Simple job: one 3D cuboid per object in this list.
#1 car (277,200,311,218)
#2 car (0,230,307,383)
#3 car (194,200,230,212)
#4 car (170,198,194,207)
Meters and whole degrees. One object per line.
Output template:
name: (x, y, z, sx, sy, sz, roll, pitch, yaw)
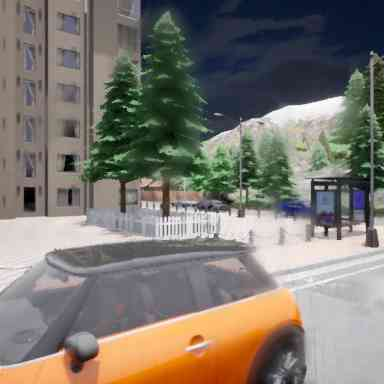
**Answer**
car: (9.491, 1.490, 28.124, 1.882, 1.535, 5.008, 0, 0, -35)
car: (-0.955, 1.353, 3.292, 4.553, 1.767, 2.097, 0, 0, -35)
car: (2.498, 1.576, 38.147, 1.994, 1.385, 4.181, 0, 0, -35)
car: (-1.361, 1.613, 49.934, 1.895, 1.301, 4.718, 0, 0, -35)
